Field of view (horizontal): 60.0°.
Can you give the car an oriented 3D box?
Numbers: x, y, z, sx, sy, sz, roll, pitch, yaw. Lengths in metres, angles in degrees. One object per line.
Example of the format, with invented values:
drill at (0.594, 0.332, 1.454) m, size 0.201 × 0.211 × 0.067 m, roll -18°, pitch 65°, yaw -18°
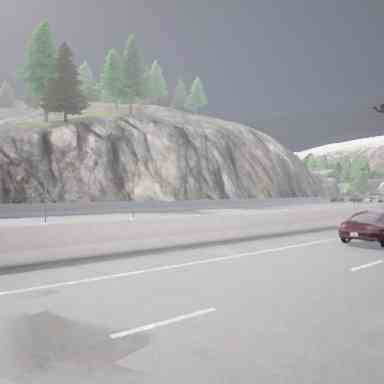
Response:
car at (8.242, 1.530, 14.760) m, size 4.674 × 1.442 × 1.812 m, roll 0°, pitch 0°, yaw -40°
